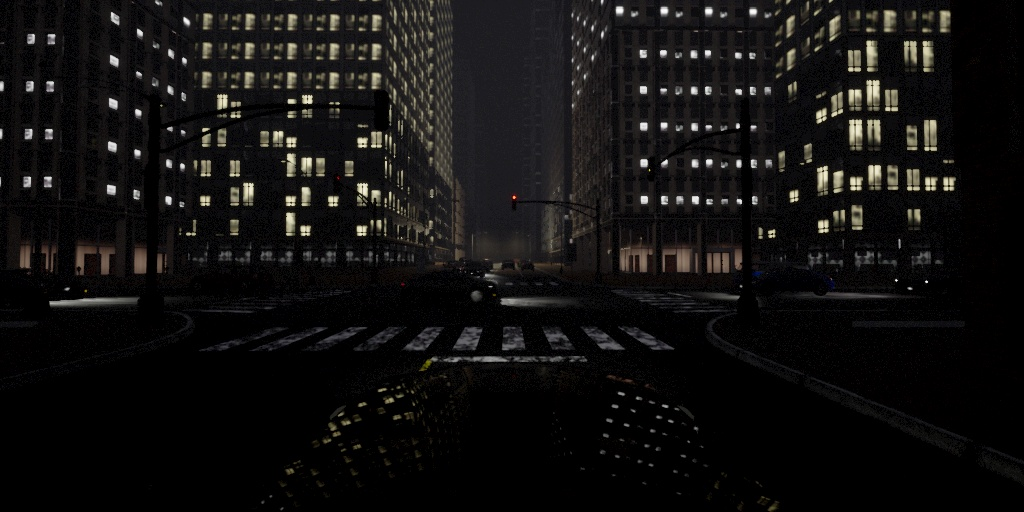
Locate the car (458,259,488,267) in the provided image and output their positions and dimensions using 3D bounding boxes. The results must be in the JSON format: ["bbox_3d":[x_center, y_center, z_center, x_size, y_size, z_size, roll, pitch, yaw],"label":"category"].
[{"bbox_3d":[-3.498,1.266,33.207,1.837,1.490,4.892,0,0,-1],"label":"car"}]

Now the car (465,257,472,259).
[{"bbox_3d":[-6.278,1.082,48.170,2.192,1.841,5.009,0,0,-1],"label":"car"}]

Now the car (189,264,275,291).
[{"bbox_3d":[-16.742,1.255,21.448,4.097,1.591,1.967,0,0,-1],"label":"car"}]

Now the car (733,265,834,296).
[{"bbox_3d":[14.536,1.342,19.192,4.674,1.442,1.812,0,-1,-2],"label":"car"}]

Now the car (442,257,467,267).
[{"bbox_3d":[-6.137,1.203,37.021,1.967,1.591,4.097,0,0,-1],"label":"car"}]

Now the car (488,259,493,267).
[{"bbox_3d":[-3.625,1.367,43.424,1.895,1.301,4.718,0,0,-1],"label":"car"}]

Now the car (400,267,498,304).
[{"bbox_3d":[-2.715,1.319,15.793,4.181,1.385,1.994,0,0,-1],"label":"car"}]

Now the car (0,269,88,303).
[{"bbox_3d":[-21.405,1.258,15.627,4.181,1.385,1.994,0,-1,-1],"label":"car"}]

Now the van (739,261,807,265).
[{"bbox_3d":[15.730,1.210,21.787,3.998,1.789,1.690,0,0,-1],"label":"van"}]

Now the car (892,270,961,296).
[{"bbox_3d":[23.579,1.435,19.289,4.718,1.301,1.895,0,-1,-1],"label":"car"}]

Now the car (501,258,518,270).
[{"bbox_3d":[-0.560,1.260,53.858,2.128,1.511,4.902,0,0,-1],"label":"car"}]

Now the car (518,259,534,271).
[{"bbox_3d":[2.101,1.349,48.339,1.802,1.307,4.207,0,0,-1],"label":"car"}]
